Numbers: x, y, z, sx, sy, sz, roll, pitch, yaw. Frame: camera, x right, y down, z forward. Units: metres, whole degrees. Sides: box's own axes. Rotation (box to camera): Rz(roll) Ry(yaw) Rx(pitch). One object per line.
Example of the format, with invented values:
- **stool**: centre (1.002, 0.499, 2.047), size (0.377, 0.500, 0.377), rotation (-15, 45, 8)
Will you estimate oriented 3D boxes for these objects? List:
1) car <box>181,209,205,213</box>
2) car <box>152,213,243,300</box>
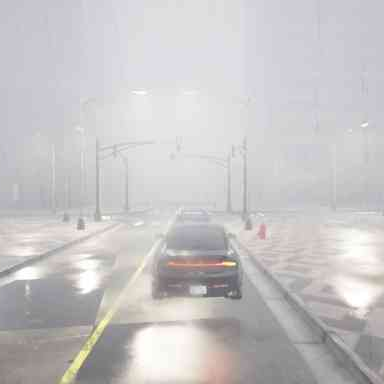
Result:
- **car**: centre (0.054, 1.557, 17.273), size (1.994, 1.385, 4.181), rotation (0, 0, 1)
- **car**: centre (0.098, 1.502, 8.370), size (1.837, 1.490, 4.892), rotation (0, 0, 0)
